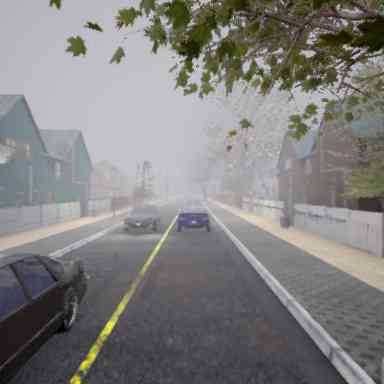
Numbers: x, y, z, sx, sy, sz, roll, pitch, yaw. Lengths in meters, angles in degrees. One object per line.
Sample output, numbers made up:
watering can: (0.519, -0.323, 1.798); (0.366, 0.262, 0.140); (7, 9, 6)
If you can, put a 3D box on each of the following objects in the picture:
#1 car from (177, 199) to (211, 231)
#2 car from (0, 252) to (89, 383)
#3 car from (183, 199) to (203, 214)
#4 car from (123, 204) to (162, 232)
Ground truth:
car: (0.101, 1.462, 20.346); (1.882, 1.535, 5.008); (0, 0, 0)
car: (-2.846, 1.545, 4.054); (2.033, 1.411, 5.357); (0, 0, 0)
car: (0.096, 1.515, 36.957); (2.033, 1.411, 5.357); (0, 0, 0)
car: (-2.851, 1.492, 20.101); (1.837, 1.490, 4.892); (0, 0, 0)
